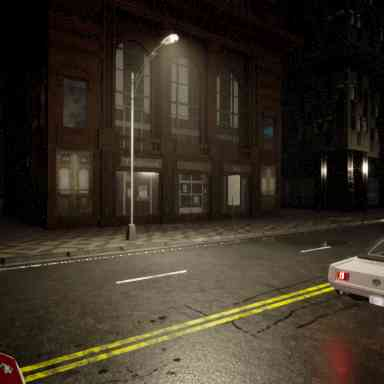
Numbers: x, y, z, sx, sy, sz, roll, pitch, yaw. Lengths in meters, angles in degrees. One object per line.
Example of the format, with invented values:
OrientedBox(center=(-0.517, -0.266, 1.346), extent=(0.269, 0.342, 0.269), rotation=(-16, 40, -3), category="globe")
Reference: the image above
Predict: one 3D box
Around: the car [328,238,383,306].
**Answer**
OrientedBox(center=(5.031, 1.597, 7.026), extent=(4.718, 1.301, 1.895), rotation=(0, 0, -35), category="car")

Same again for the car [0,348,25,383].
OrientedBox(center=(-3.037, 1.352, 1.274), extent=(4.553, 1.767, 2.097), rotation=(0, 0, -35), category="car")
